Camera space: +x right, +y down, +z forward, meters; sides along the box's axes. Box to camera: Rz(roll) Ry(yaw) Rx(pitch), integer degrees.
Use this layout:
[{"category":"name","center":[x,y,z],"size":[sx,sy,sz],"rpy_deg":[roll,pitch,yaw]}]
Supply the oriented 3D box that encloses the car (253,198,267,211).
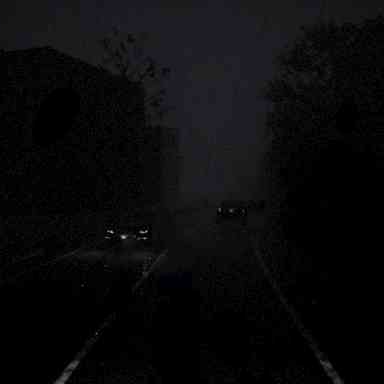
[{"category":"car","center":[8.016,1.497,40.917],"size":[1.882,1.535,5.008],"rpy_deg":[2,0,20]}]

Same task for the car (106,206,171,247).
[{"category":"car","center":[-2.178,1.401,14.592],"size":[1.837,1.490,4.892],"rpy_deg":[1,0,8]}]

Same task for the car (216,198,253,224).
[{"category":"car","center":[3.083,1.292,24.382],"size":[2.097,1.767,4.553],"rpy_deg":[1,0,12]}]
